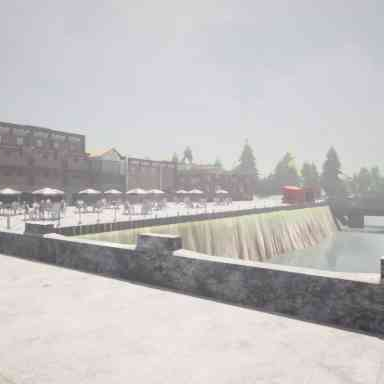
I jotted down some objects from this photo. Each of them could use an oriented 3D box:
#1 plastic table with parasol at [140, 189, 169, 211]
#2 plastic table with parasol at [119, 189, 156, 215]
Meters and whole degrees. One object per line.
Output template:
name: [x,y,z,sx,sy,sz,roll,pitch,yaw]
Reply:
plastic table with parasol: [-4.538,0.925,40.197,2.482,2.480,2.482,0,0,35]
plastic table with parasol: [-5.297,0.925,32.509,2.482,2.480,2.482,0,0,35]
